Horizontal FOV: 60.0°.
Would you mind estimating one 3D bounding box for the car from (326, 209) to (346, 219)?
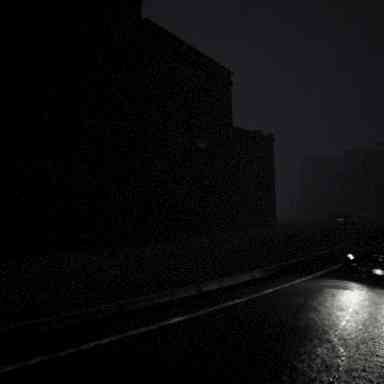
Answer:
[{"bbox_3d":[21.615,3.227,49.347,2.033,1.411,5.357,-2,-3,0],"label":"car"}]

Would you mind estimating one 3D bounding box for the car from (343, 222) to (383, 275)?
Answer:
[{"bbox_3d":[6.461,1.647,10.312,2.033,1.411,5.357,-1,-1,42],"label":"car"}]
